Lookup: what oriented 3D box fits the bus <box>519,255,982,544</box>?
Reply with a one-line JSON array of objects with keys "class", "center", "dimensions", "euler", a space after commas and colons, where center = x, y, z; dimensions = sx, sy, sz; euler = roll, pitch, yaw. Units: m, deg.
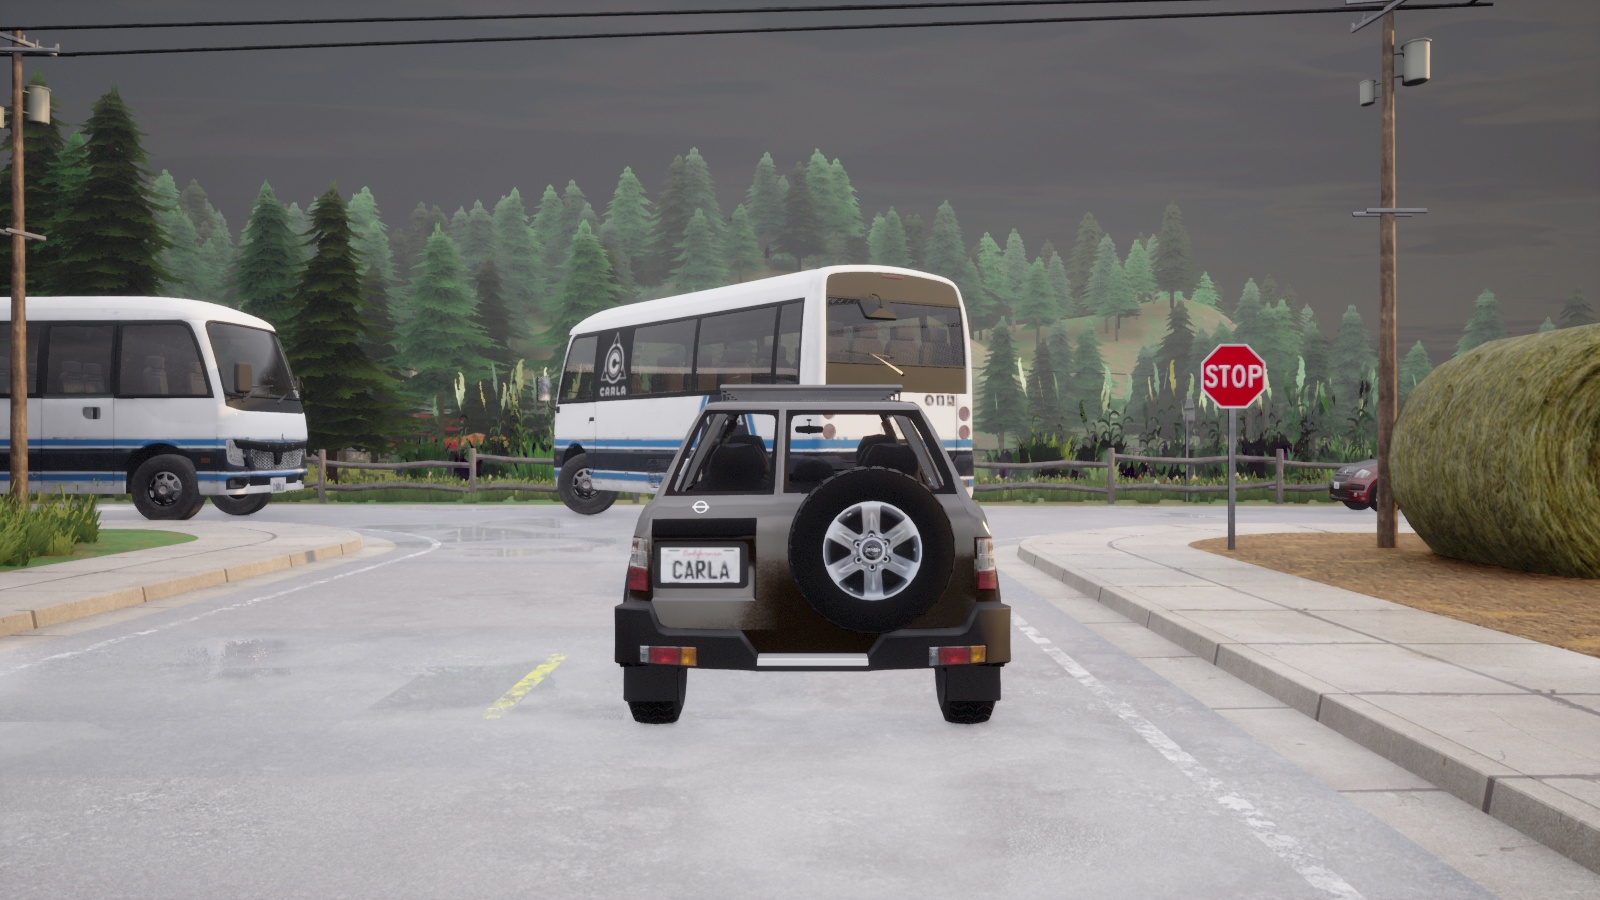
[{"class": "bus", "center": [-1.524, -0.787, 23.866], "dimensions": [3.944, 4.253, 10.273], "euler": [0, 1, -34]}]

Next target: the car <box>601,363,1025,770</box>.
[{"class": "car", "center": [0.061, 0.518, 8.032], "dimensions": [1.932, 1.855, 4.605], "euler": [0, 0, 0]}]

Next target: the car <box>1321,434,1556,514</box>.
[{"class": "car", "center": [13.263, 0.472, 26.275], "dimensions": [3.988, 1.617, 1.851], "euler": [0, 0, 3]}]

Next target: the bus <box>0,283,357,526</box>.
[{"class": "bus", "center": [-14.398, -0.813, 24.261], "dimensions": [10.273, 4.253, 3.944], "euler": [0, 0, 3]}]

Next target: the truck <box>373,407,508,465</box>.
[{"class": "truck", "center": [-23.966, -0.912, 84.091], "dimensions": [8.468, 3.827, 2.891], "euler": [0, 0, -10]}]
